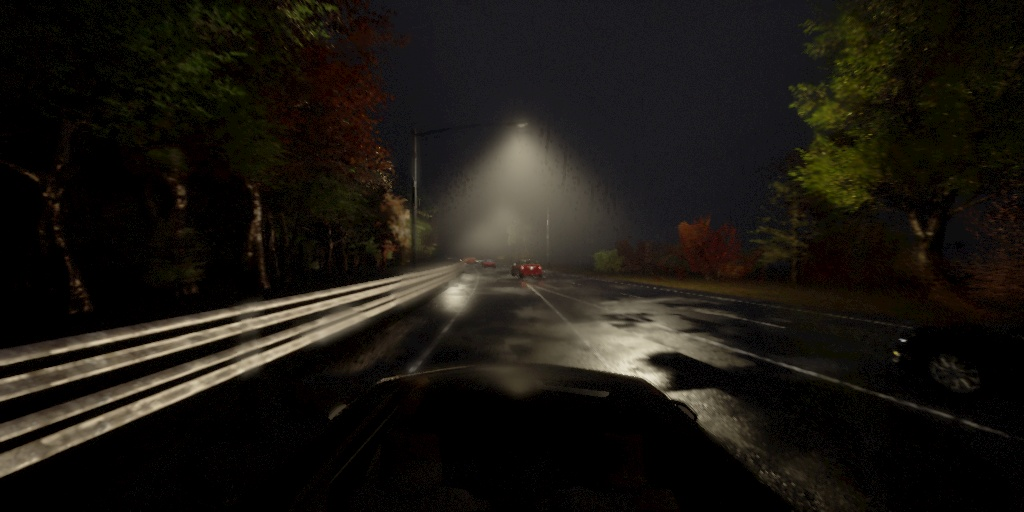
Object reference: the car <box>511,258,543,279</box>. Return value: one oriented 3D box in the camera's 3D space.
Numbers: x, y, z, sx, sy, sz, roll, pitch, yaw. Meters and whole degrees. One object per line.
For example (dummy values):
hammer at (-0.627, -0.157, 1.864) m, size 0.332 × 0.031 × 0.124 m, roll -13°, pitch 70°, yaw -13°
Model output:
car at (1.265, 1.075, 32.985) m, size 2.097 × 1.767 × 4.553 m, roll 0°, pitch 0°, yaw -12°

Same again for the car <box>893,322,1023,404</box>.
car at (7.288, 1.292, 3.688) m, size 1.837 × 1.490 × 4.892 m, roll 1°, pitch 1°, yaw -12°

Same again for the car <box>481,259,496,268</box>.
car at (-3.854, 1.215, 57.969) m, size 1.994 × 1.385 × 4.181 m, roll 0°, pitch 0°, yaw -12°
